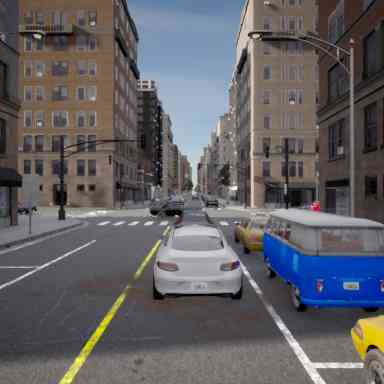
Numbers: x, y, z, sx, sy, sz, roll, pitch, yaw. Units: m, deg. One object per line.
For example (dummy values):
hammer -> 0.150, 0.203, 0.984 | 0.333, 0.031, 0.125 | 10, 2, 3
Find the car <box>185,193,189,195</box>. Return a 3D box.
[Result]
car -> -2.326, 1.359, 72.011 | 2.097, 1.767, 4.553 | 0, 0, 1

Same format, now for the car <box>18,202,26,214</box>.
car -> -17.588, 1.436, 29.099 | 4.718, 1.301, 1.895 | 0, -1, 0

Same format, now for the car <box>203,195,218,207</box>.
car -> 3.052, 1.571, 50.782 | 1.947, 1.339, 4.313 | 1, 0, 1

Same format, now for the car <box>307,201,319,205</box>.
car -> 15.599, 1.356, 35.539 | 5.566, 2.045, 2.150 | 0, -1, 0

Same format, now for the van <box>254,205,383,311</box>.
van -> 2.686, 1.342, 7.445 | 1.690, 1.788, 3.998 | 1, 0, 0

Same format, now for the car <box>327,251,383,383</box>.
car -> 2.678, 1.526, 1.941 | 1.752, 1.417, 4.829 | 1, 0, 0

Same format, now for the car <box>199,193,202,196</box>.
car -> 3.594, 1.549, 89.493 | 2.008, 1.369, 4.403 | 1, 0, 1

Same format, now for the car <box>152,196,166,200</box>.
car -> -5.473, 1.588, 50.897 | 1.802, 1.307, 4.206 | 1, 0, 1

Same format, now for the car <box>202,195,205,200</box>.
car -> 3.130, 1.549, 56.312 | 1.887, 1.381, 4.507 | 1, 0, 1

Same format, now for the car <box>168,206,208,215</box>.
car -> 0.110, 1.566, 15.629 | 1.994, 1.385, 4.181 | 0, 0, 0

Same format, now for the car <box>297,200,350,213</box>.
car -> 15.247, 1.712, 38.787 | 5.357, 1.411, 2.033 | 0, -1, 0

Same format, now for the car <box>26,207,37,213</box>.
car -> -18.055, 1.411, 32.354 | 5.357, 1.411, 2.033 | 0, -1, 0

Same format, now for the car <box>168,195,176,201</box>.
car -> -5.010, 1.527, 83.900 | 1.752, 1.417, 4.829 | 1, 0, 1

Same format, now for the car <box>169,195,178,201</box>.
car -> -4.931, 1.566, 89.598 | 1.947, 1.339, 4.313 | 1, 0, 1

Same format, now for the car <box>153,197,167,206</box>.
car -> -5.395, 1.571, 56.426 | 1.947, 1.339, 4.313 | 1, 0, 1

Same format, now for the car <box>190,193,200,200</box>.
car -> 0.951, 1.523, 91.829 | 1.812, 1.442, 4.674 | 0, 0, 1

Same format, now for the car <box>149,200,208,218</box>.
car -> -1.239, 1.607, 28.959 | 4.718, 1.301, 1.895 | 0, 0, 0

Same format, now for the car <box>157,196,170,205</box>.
car -> -5.318, 1.556, 61.955 | 2.008, 1.369, 4.403 | 1, 0, 1

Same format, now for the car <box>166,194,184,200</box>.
car -> -2.693, 1.483, 52.224 | 1.882, 1.535, 5.008 | 0, 0, 1

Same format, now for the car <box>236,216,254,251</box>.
car -> 2.692, 1.528, 13.288 | 1.752, 1.417, 4.829 | 1, 0, 0

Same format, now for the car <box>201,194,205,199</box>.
car -> 3.207, 1.555, 61.842 | 2.008, 1.369, 4.403 | 1, 0, 1

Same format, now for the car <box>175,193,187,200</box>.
car -> -2.533, 1.483, 61.884 | 1.882, 1.535, 5.008 | 0, 0, 1

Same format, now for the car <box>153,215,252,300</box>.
car -> 0.086, 1.527, 8.293 | 1.812, 1.442, 4.674 | 0, 0, -1

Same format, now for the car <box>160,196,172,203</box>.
car -> -5.240, 1.549, 67.483 | 1.887, 1.381, 4.507 | 1, 0, 1
